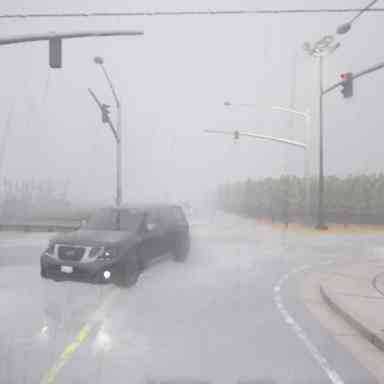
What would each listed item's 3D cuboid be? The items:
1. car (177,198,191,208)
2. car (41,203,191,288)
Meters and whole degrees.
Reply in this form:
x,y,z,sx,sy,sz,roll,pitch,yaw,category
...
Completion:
x,y,z,sx,sy,sz,roll,pitch,yaw,category
-1.313,1.709,53.173,2.033,1.411,5.357,0,0,-3,car
-1.808,1.396,10.000,2.150,2.045,5.566,0,0,21,car
